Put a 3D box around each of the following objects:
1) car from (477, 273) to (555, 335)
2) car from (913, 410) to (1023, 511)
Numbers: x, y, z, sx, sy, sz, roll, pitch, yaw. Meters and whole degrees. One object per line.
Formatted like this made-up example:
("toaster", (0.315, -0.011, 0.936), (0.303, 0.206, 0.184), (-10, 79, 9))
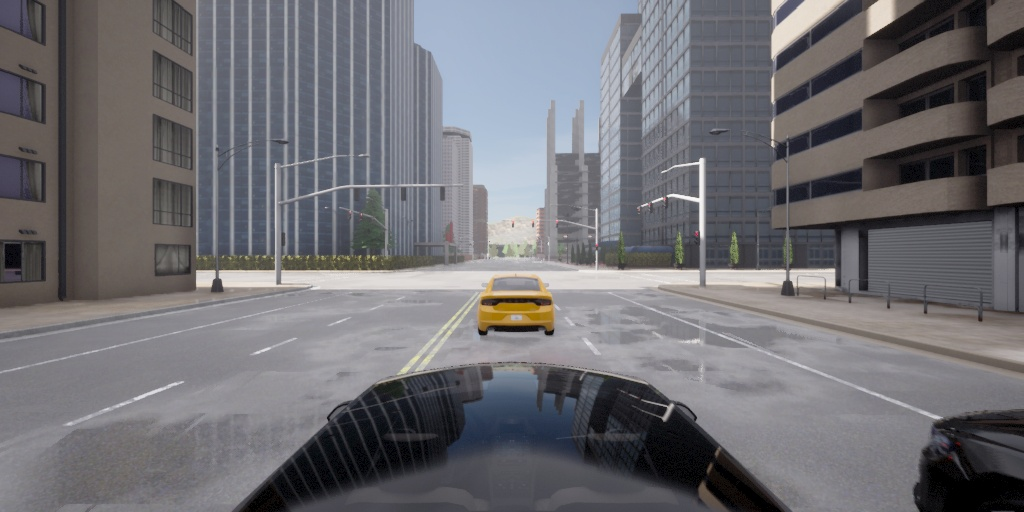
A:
("car", (0.102, 1.227, 10.489), (1.882, 1.535, 5.008), (0, 0, 0))
("car", (3.588, 1.241, 0.318), (2.128, 1.511, 4.902), (0, 0, 0))
